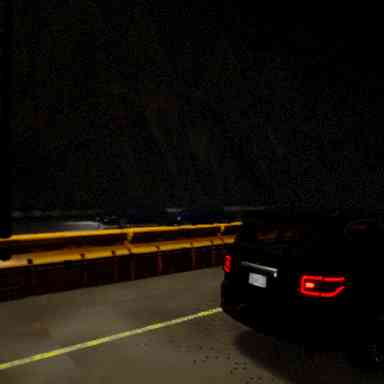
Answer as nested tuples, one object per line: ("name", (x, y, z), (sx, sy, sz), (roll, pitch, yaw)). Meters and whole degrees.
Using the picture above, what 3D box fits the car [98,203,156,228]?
("car", (-3.710, 1.594, 22.926), (4.674, 1.442, 1.812), (1, 0, -36))

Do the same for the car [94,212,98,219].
("car", (-4.875, 1.621, 26.403), (5.357, 1.411, 2.033), (1, 0, -36))

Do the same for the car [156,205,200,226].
("car", (0.499, 1.583, 21.652), (5.008, 1.535, 1.882), (1, -1, -36))

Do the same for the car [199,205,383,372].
("car", (3.026, 1.279, 5.985), (5.566, 2.045, 2.150), (1, 0, -36))
